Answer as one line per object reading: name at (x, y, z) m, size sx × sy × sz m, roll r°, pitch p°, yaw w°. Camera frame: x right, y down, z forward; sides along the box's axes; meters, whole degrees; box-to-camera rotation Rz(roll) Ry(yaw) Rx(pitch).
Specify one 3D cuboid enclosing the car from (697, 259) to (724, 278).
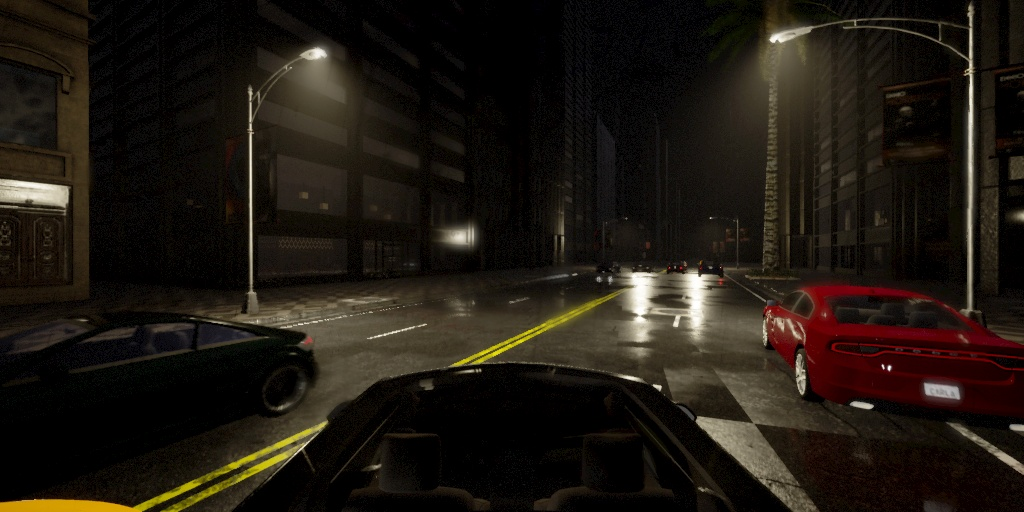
car at (19.295, 1.118, 34.925) m, size 2.097 × 1.767 × 4.553 m, roll 0°, pitch 0°, yaw 27°

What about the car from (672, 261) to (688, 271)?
car at (23.545, 1.381, 50.245) m, size 1.895 × 1.301 × 4.718 m, roll 0°, pitch 0°, yaw 27°

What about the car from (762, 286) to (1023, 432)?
car at (5.514, 1.228, 5.852) m, size 1.882 × 1.535 × 5.008 m, roll 0°, pitch 0°, yaw 27°

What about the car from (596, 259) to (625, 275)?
car at (10.909, 1.314, 40.337) m, size 2.033 × 1.411 × 5.357 m, roll 0°, pitch 0°, yaw 27°

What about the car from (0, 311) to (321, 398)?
car at (-4.310, 1.314, 3.673) m, size 1.994 × 1.385 × 4.181 m, roll 0°, pitch 0°, yaw 27°

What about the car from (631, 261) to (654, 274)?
car at (15.156, 1.295, 41.486) m, size 1.812 × 1.442 × 4.674 m, roll 0°, pitch 0°, yaw 27°

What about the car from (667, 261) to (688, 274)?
car at (18.656, 1.317, 40.748) m, size 2.033 × 1.411 × 5.357 m, roll 0°, pitch 0°, yaw 27°
